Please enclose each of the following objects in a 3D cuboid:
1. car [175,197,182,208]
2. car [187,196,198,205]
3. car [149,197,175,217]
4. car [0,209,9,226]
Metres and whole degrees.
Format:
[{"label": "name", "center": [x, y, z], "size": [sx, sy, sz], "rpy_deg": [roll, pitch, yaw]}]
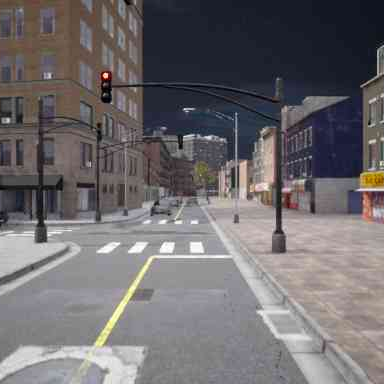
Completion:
[{"label": "car", "center": [-2.884, 1.574, 46.993], "size": [1.994, 1.385, 4.181], "rpy_deg": [0, 0, 0]}, {"label": "car", "center": [0.051, 1.508, 59.333], "size": [2.128, 1.511, 4.902], "rpy_deg": [0, 0, 0]}, {"label": "car", "center": [-2.872, 1.508, 31.708], "size": [1.837, 1.490, 4.892], "rpy_deg": [0, 0, 0]}, {"label": "car", "center": [-14.261, 1.567, 21.245], "size": [4.892, 1.490, 1.837], "rpy_deg": [0, 1, 9]}]
